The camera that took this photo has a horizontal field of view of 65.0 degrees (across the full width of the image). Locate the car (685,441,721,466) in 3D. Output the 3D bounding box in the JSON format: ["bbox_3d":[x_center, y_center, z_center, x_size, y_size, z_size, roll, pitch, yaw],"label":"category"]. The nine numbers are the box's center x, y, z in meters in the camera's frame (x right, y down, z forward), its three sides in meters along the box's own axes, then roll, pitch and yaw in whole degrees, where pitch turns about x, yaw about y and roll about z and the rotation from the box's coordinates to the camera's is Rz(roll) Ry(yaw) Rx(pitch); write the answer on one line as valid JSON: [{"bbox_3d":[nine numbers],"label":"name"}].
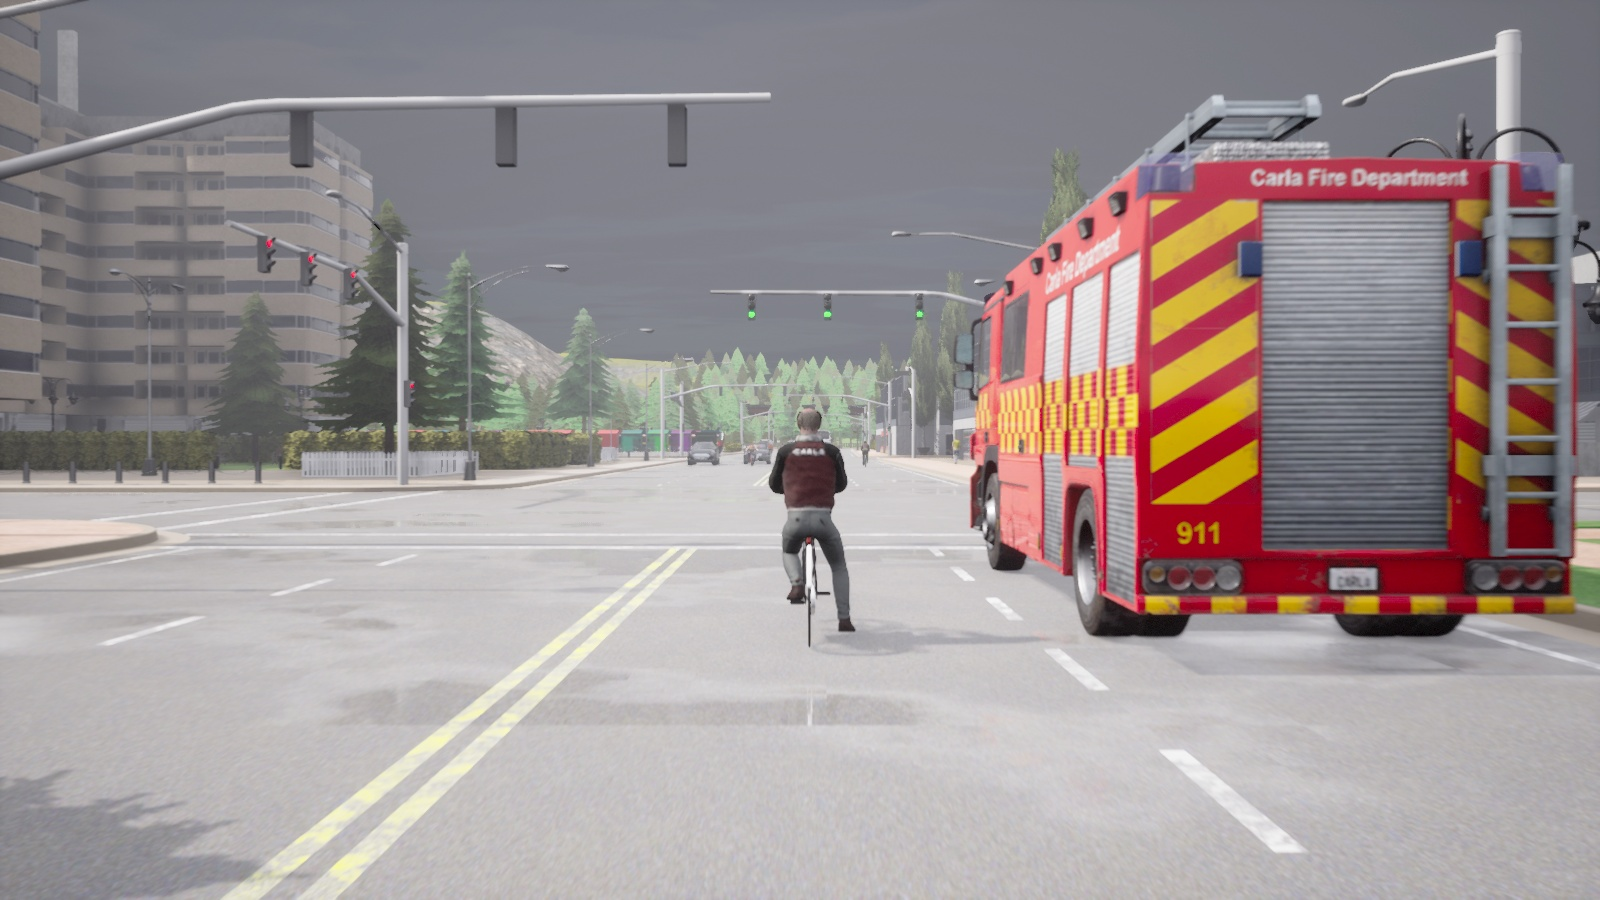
[{"bbox_3d":[-6.499,0.204,84.732,2.033,1.649,4.856,0,0,0],"label":"car"}]

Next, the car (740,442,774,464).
[{"bbox_3d":[-2.980,0.214,87.998,2.128,1.511,4.902,0,0,0],"label":"car"}]

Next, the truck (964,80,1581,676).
[{"bbox_3d":[3.587,-0.483,12.307,2.891,3.827,8.468,0,0,0],"label":"truck"}]

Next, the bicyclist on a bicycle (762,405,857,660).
[{"bbox_3d":[0.071,0.563,9.658,0.659,1.776,1.843,0,1,0],"label":"bicyclist on a bicycle"}]
